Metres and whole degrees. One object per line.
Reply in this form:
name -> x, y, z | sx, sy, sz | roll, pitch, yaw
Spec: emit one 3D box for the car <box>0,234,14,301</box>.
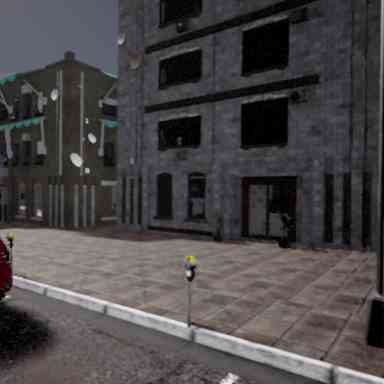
car -> -5.675, 1.364, 6.861 | 5.009, 1.841, 2.192 | 0, 1, 36
